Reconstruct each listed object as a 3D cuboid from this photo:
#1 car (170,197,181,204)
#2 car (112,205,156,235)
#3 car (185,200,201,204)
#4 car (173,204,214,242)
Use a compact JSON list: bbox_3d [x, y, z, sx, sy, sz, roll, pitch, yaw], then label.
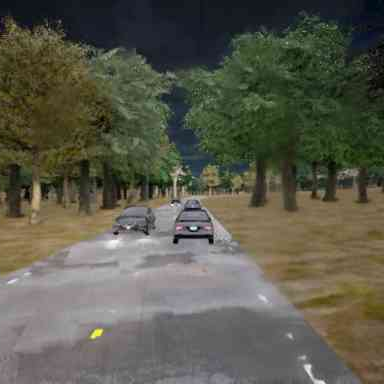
[{"bbox_3d":[-3.015,1.614,63.324,2.033,1.411,5.357,0,0,0],"label":"car"},{"bbox_3d":[-3.103,1.501,18.642,1.837,1.490,4.892,0,0,0],"label":"car"},{"bbox_3d":[0.089,1.571,38.910,1.994,1.385,4.181,0,0,0],"label":"car"},{"bbox_3d":[0.079,1.543,16.200,2.033,1.411,5.357,0,0,0],"label":"car"}]
